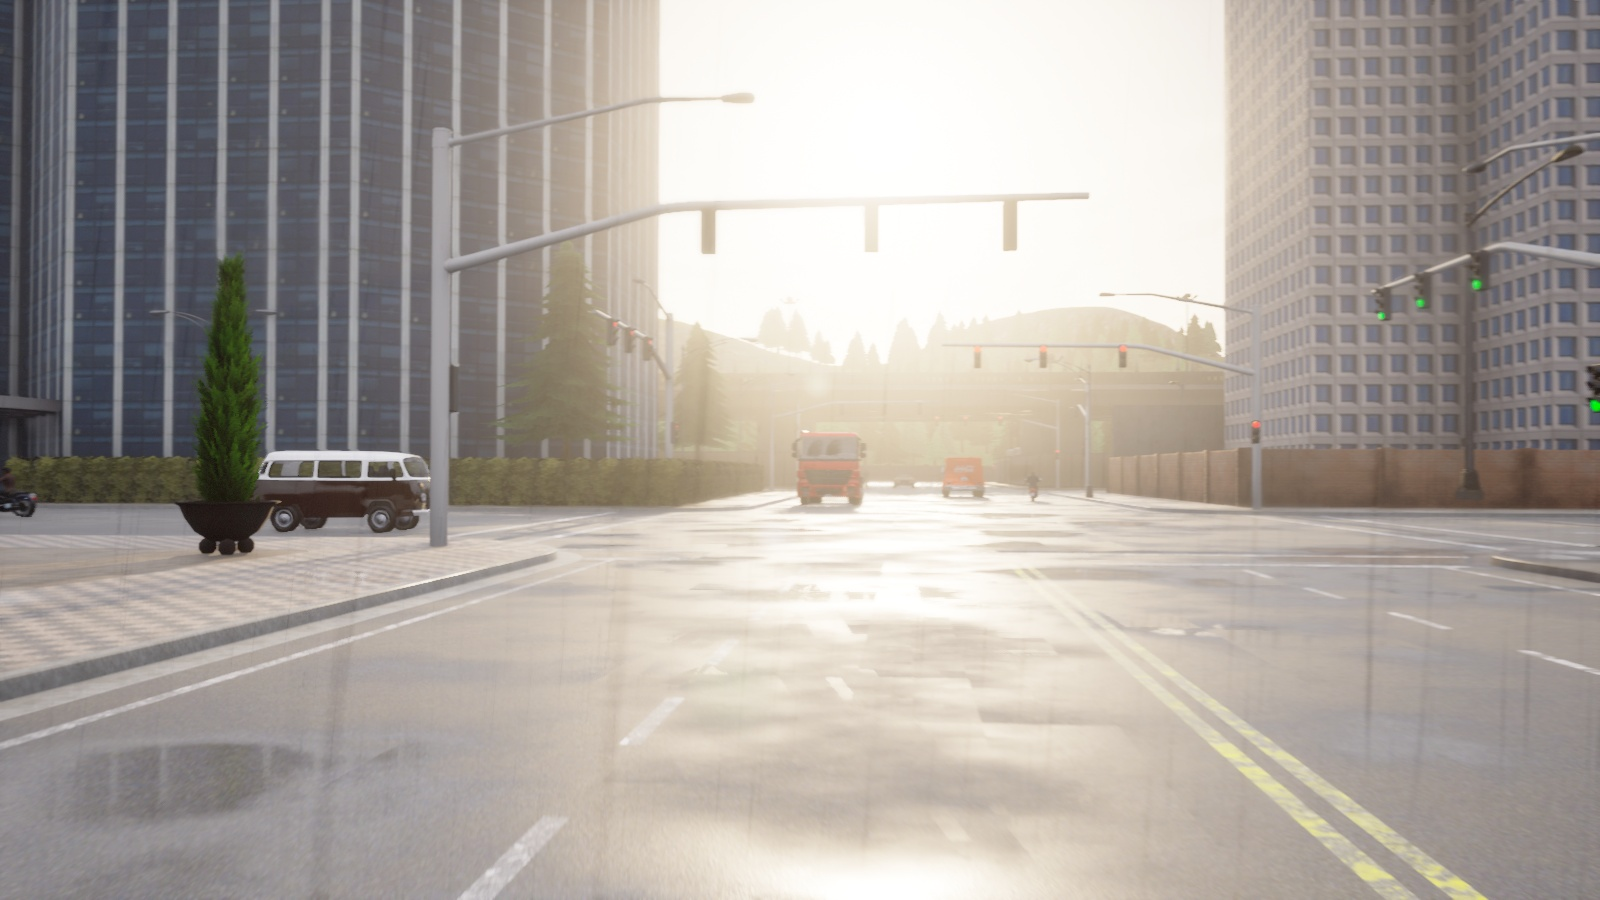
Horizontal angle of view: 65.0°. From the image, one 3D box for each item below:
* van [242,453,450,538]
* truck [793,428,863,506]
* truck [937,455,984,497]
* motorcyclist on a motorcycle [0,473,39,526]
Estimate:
[{"bbox_3d":[-11.401,1.127,31.710,4.480,2.038,2.069,-1,-1,4],"label":"van"},{"bbox_3d":[1.448,0.836,60.146,2.891,3.462,7.936,0,-1,5],"label":"truck"},{"bbox_3d":[9.860,1.586,77.673,2.627,2.467,5.204,0,-1,5],"label":"truck"},{"bbox_3d":[-25.450,1.551,39.740,2.350,1.649,0.766,-1,-1,4],"label":"motorcyclist on a motorcycle"}]
